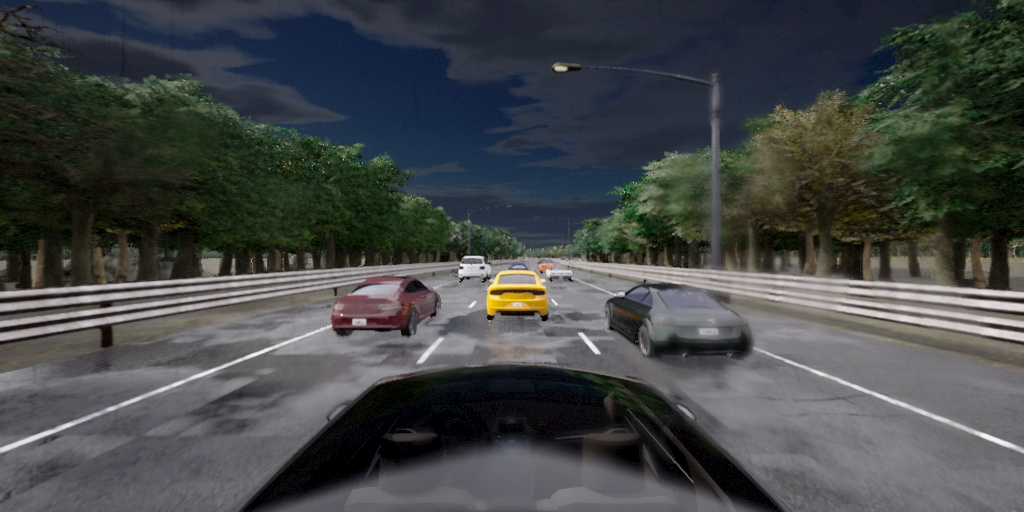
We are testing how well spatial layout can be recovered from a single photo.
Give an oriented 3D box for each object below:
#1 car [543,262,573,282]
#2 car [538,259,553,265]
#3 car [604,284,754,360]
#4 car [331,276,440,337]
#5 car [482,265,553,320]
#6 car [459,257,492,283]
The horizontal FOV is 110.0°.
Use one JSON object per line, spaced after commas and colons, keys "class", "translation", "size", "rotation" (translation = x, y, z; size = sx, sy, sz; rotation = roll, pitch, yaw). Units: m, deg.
{"class": "car", "translation": [3.966, 1.452, 30.715], "size": [1.895, 1.301, 4.718], "rotation": [0, 0, 2]}
{"class": "car", "translation": [4.584, 1.307, 46.579], "size": [2.097, 1.767, 4.553], "rotation": [0, 0, 3]}
{"class": "car", "translation": [3.542, 1.333, 8.425], "size": [1.994, 1.385, 4.181], "rotation": [0, 0, 0]}
{"class": "car", "translation": [-3.351, 1.293, 10.222], "size": [1.812, 1.442, 4.674], "rotation": [0, 0, 1]}
{"class": "car", "translation": [0.192, 1.254, 12.818], "size": [1.882, 1.535, 5.008], "rotation": [0, 0, 1]}
{"class": "car", "translation": [-2.962, 1.064, 29.623], "size": [2.150, 2.045, 5.566], "rotation": [0, 0, 2]}
